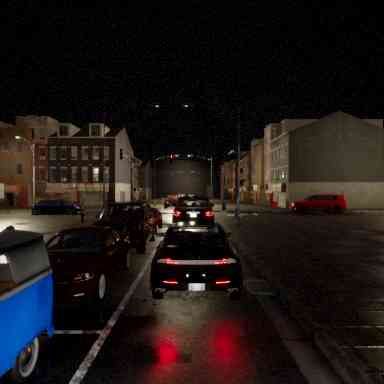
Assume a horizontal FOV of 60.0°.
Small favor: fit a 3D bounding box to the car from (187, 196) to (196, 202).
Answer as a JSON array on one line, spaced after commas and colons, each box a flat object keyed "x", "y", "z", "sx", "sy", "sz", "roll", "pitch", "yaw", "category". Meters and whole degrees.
[{"x": -0.117, "y": 1.649, "z": 76.229, "sx": 1.895, "sy": 1.301, "sz": 4.718, "roll": 0, "pitch": 0, "yaw": 0, "category": "car"}]

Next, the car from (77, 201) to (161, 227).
[{"x": -2.665, "y": 1.315, "z": 13.637, "sx": 2.192, "sy": 1.841, "sz": 5.009, "roll": 0, "pitch": 0, "yaw": 0, "category": "car"}]

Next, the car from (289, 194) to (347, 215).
[{"x": 12.789, "y": 1.239, "z": 33.864, "sx": 5.566, "sy": 2.045, "sz": 2.150, "roll": 0, "pitch": 0, "yaw": 0, "category": "car"}]

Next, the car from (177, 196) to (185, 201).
[{"x": -2.771, "y": 1.640, "z": 83.469, "sx": 1.947, "sy": 1.339, "sz": 4.313, "roll": 0, "pitch": 0, "yaw": 0, "category": "car"}]

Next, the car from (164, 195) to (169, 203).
[{"x": -2.714, "y": 1.333, "z": 45.481, "sx": 2.192, "sy": 1.841, "sz": 5.009, "roll": 0, "pitch": 0, "yaw": 0, "category": "car"}]

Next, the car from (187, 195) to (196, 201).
[{"x": -0.132, "y": 1.437, "z": 86.201, "sx": 2.128, "sy": 1.511, "sz": 4.902, "roll": 0, "pitch": 0, "yaw": 0, "category": "car"}]

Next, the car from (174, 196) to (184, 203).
[{"x": -2.755, "y": 1.605, "z": 72.615, "sx": 2.008, "sy": 1.369, "sz": 4.403, "roll": 0, "pitch": 0, "yaw": 0, "category": "car"}]

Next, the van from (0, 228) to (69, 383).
[{"x": -2.648, "y": 1.341, "z": 2.769, "sx": 1.690, "sy": 1.788, "sz": 3.998, "roll": 0, "pitch": 0, "yaw": 0, "category": "van"}]

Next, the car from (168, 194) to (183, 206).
[{"x": -2.731, "y": 1.345, "z": 56.335, "sx": 2.192, "sy": 1.841, "sz": 5.009, "roll": 0, "pitch": 0, "yaw": 0, "category": "car"}]

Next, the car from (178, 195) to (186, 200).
[{"x": -2.789, "y": 1.536, "z": 94.323, "sx": 1.967, "sy": 1.590, "sz": 4.097, "roll": 0, "pitch": 0, "yaw": 0, "category": "car"}]

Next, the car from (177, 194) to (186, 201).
[{"x": -2.782, "y": 1.400, "z": 88.896, "sx": 2.192, "sy": 1.841, "sz": 5.009, "roll": 0, "pitch": 0, "yaw": 0, "category": "car"}]

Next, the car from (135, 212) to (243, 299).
[{"x": 0.086, "y": 1.491, "z": 8.400, "sx": 2.128, "sy": 1.511, "sz": 4.902, "roll": 0, "pitch": 0, "yaw": 0, "category": "car"}]

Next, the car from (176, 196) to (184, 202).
[{"x": -2.763, "y": 1.589, "z": 77.872, "sx": 1.752, "sy": 1.417, "sz": 4.829, "roll": 0, "pitch": 0, "yaw": 0, "category": "car"}]

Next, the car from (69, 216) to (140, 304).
[{"x": -2.655, "y": 1.544, "z": 8.203, "sx": 1.887, "sy": 1.381, "sz": 4.507, "roll": 0, "pitch": 0, "yaw": 0, "category": "car"}]

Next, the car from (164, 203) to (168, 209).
[{"x": -2.672, "y": 1.546, "z": 19.071, "sx": 1.887, "sy": 1.381, "sz": 4.507, "roll": 0, "pitch": 0, "yaw": 0, "category": "car"}]

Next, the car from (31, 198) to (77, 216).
[{"x": -12.320, "y": 1.361, "z": 30.919, "sx": 4.553, "sy": 1.767, "sz": 2.097, "roll": 0, "pitch": 0, "yaw": 0, "category": "car"}]

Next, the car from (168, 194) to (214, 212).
[{"x": 0.072, "y": 1.223, "z": 18.593, "sx": 2.150, "sy": 2.045, "sz": 5.566, "roll": 0, "pitch": 0, "yaw": 0, "category": "car"}]
